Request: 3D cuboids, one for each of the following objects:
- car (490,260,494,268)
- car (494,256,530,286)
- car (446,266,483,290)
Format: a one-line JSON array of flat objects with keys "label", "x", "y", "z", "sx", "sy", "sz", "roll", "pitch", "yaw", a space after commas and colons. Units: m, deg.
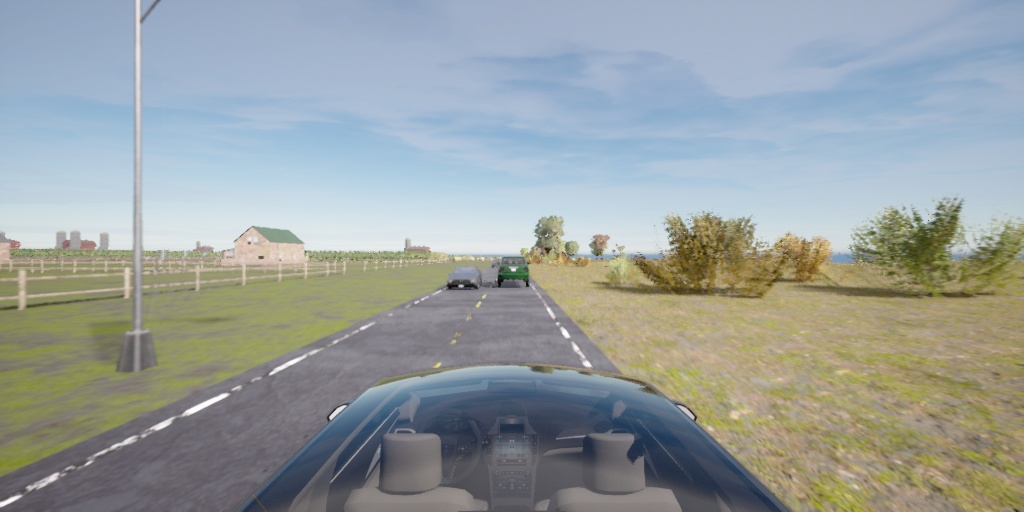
[{"label": "car", "x": -2.768, "y": 1.439, "z": 65.080, "sx": 1.837, "sy": 1.490, "sz": 4.892, "roll": 0, "pitch": 0, "yaw": 1}, {"label": "car", "x": 0.102, "y": 0.998, "z": 25.655, "sx": 2.150, "sy": 2.045, "sz": 5.566, "roll": 0, "pitch": 0, "yaw": 0}, {"label": "car", "x": -2.850, "y": 1.316, "z": 22.770, "sx": 2.033, "sy": 1.411, "sz": 5.357, "roll": 0, "pitch": 0, "yaw": 0}]
